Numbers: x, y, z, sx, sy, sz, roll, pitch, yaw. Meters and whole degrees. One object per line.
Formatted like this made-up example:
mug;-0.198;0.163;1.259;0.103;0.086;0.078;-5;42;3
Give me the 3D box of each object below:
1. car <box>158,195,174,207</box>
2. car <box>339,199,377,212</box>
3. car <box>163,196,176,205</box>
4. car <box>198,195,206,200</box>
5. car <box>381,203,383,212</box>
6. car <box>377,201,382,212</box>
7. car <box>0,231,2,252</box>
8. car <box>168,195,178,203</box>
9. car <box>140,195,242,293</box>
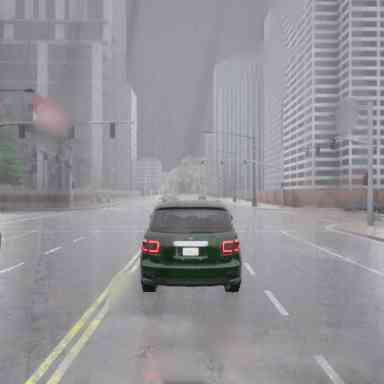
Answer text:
car;-4.026;1.352;52.238;2.097;1.767;4.553;0;0;0
car;19.466;1.547;37.347;5.357;1.411;2.033;0;0;-1
car;-4.082;1.547;61.861;2.033;1.411;5.357;0;0;0
car;2.737;1.500;90.590;1.837;1.490;4.892;0;0;0
car;18.272;1.601;26.629;4.718;1.301;1.895;0;0;-1
car;22.134;1.477;33.882;5.008;1.535;1.882;0;0;-1
car;-7.151;1.505;9.007;1.837;1.490;4.892;0;0;0
car;-4.105;1.500;72.166;1.837;1.490;4.892;0;0;0
car;-0.021;1.221;8.981;2.150;2.045;5.566;0;0;0
